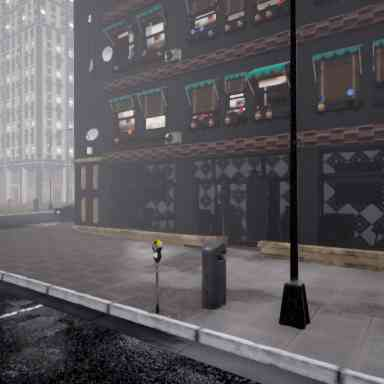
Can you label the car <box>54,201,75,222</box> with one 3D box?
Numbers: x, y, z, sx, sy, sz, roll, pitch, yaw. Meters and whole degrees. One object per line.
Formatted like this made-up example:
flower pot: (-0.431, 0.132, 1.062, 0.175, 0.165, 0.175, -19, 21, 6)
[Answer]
car: (-7.286, 1.279, 22.789, 1.947, 1.339, 4.313, 1, 1, 35)
